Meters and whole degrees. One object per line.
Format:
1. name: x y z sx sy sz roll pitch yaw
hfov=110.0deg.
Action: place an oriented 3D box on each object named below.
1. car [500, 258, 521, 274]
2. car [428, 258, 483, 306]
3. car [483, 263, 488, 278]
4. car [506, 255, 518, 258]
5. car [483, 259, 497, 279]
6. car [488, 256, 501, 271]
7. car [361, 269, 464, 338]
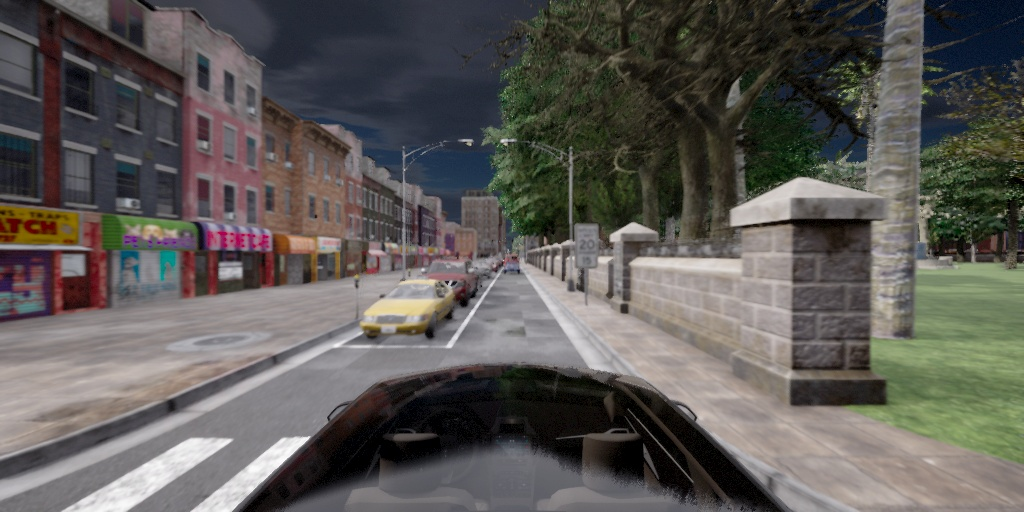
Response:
1. car: -0.009 1.210 39.810 2.033 1.411 5.357 0 0 0
2. car: -2.659 1.030 15.562 2.192 1.841 5.009 0 0 0
3. car: -2.659 1.269 20.832 1.948 1.339 4.313 0 0 0
4. car: -0.007 0.861 50.890 2.150 2.045 5.566 0 0 0
5. car: -2.659 1.229 31.372 2.007 1.370 4.403 0 0 0
6. car: -2.658 1.095 41.912 1.967 1.591 4.097 0 0 0
7. car: -2.654 1.254 10.124 1.751 1.417 4.829 0 0 0
